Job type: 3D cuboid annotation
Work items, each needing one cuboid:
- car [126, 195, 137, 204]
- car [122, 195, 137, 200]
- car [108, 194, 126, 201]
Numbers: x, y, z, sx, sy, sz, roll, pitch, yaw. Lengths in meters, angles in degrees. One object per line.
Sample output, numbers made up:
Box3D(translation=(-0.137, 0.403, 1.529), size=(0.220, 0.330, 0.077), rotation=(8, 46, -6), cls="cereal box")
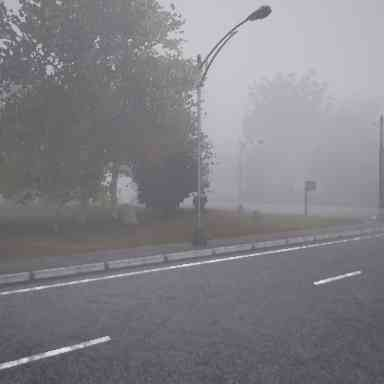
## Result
Box3D(translation=(-9.339, 1.343, 59.917), size=(2.097, 1.767, 4.553), rotation=(0, 0, -38), cls="car")
Box3D(translation=(-16.188, 1.387, 85.707), size=(1.812, 1.442, 4.674), rotation=(0, 0, -38), cls="car")
Box3D(translation=(-18.948, 1.353, 83.553), size=(1.882, 1.535, 5.008), rotation=(0, 0, -38), cls="car")
